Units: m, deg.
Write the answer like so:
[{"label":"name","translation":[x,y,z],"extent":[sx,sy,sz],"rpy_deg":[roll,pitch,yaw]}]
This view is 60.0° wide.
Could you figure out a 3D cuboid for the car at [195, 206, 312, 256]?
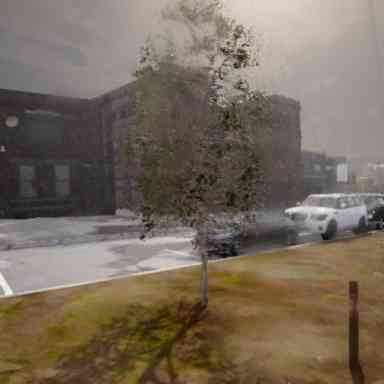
[{"label":"car","translation":[2.272,1.427,12.699],"extent":[4.674,1.452,2.002],"rpy_deg":[1,0,-38]}]

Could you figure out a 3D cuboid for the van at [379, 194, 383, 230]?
[{"label":"van","translation":[10.765,1.095,19.787],"extent":[4.442,1.987,1.878],"rpy_deg":[1,0,-44]}]

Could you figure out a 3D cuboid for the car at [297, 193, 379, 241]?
[{"label":"car","translation":[6.603,1.103,16.186],"extent":[5.566,2.045,2.435],"rpy_deg":[1,0,-42]}]
